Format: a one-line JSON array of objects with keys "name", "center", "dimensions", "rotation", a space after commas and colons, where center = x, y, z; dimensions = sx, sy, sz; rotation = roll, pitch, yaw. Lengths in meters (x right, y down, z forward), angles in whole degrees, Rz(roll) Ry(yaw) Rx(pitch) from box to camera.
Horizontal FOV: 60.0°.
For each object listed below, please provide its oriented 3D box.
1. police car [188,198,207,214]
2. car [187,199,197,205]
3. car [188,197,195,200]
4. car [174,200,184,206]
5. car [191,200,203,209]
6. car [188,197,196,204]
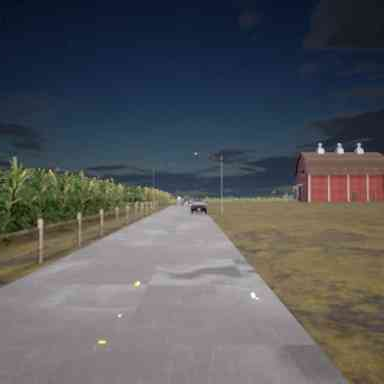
[{"name": "police car", "center": [0.824, 1.847, 40.870], "dimensions": [1.930, 1.638, 5.238], "rotation": [0, -1, 0]}, {"name": "car", "center": [-0.001, 2.321, 77.319], "dimensions": [2.128, 1.511, 4.902], "rotation": [0, -1, 0]}, {"name": "car", "center": [0.823, 1.894, 50.732], "dimensions": [2.097, 1.767, 4.553], "rotation": [0, -1, 0]}, {"name": "car", "center": [-2.751, 2.336, 71.011], "dimensions": [1.812, 1.442, 4.674], "rotation": [0, -1, 0]}, {"name": "car", "center": [0.824, 2.122, 56.762], "dimensions": [1.837, 1.490, 4.892], "rotation": [0, -1, 0]}, {"name": "car", "center": [-0.002, 2.353, 92.355], "dimensions": [2.150, 2.045, 5.566], "rotation": [0, -1, 0]}]
